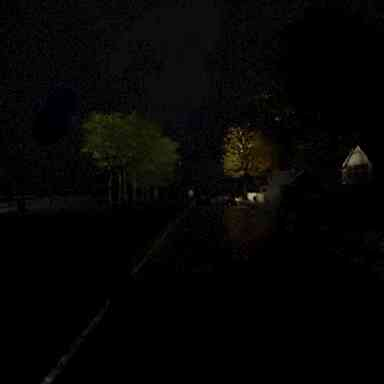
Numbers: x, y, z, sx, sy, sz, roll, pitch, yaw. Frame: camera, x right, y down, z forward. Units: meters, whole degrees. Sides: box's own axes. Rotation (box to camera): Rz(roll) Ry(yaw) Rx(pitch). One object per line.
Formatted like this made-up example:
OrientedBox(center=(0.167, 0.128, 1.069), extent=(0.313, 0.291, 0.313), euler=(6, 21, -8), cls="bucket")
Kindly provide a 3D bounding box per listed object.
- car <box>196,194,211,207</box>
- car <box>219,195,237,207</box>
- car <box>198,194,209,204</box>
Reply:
OrientedBox(center=(1.596, 1.058, 46.220), extent=(2.097, 1.767, 4.553), euler=(0, 1, 2), cls="car")
OrientedBox(center=(5.095, 1.308, 46.133), extent=(1.895, 1.301, 4.718), euler=(0, 1, 2), cls="car")
OrientedBox(center=(2.026, 1.136, 56.245), extent=(1.812, 1.442, 4.674), euler=(0, 1, 2), cls="car")
